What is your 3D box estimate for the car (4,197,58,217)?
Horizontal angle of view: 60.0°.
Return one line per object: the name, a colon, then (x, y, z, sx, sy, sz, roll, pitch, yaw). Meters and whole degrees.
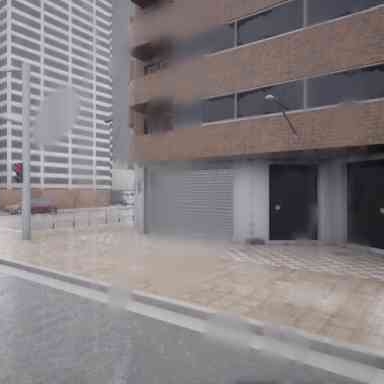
car: (-15.229, 1.352, 31.537, 2.097, 1.767, 4.553, 0, 0, 36)
